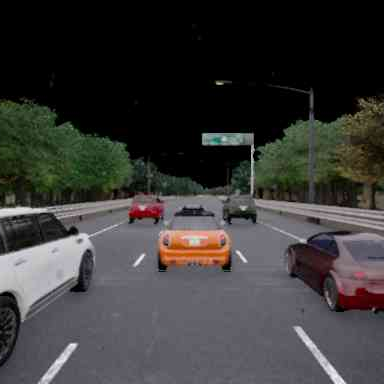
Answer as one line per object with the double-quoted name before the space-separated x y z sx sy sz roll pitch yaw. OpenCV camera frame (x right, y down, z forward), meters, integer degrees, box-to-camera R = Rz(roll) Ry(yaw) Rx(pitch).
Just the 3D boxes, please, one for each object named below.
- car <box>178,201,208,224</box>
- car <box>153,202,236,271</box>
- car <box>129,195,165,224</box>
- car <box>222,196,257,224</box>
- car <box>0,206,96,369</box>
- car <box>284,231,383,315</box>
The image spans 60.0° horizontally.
"car" 0.074 1.559 26.662 2.128 1.511 4.902 0 0 0
"car" 0.078 1.378 11.156 2.097 1.767 4.553 0 0 0
"car" -3.422 1.285 25.824 2.150 2.045 5.566 0 0 1
"car" 3.575 1.285 25.689 2.150 2.045 5.566 0 0 0
"car" -3.449 1.236 5.794 2.150 2.045 5.566 0 0 1
"car" 3.565 1.581 7.710 1.994 1.385 4.181 0 0 0
